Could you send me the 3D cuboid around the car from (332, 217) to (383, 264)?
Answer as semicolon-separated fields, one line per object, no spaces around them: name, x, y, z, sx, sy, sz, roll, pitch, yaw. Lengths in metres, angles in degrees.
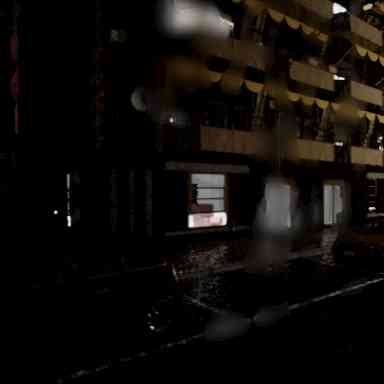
car;6.649;1.525;11.310;4.829;1.417;1.752;0;0;-36

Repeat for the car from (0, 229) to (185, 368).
car;-2.211;1.440;4.989;4.097;1.590;1.967;0;0;-36
